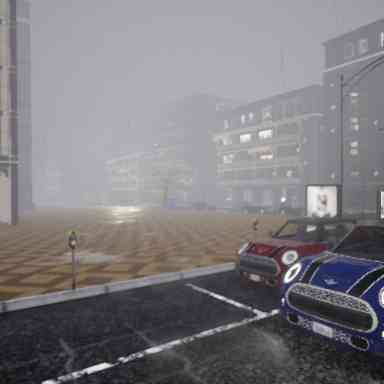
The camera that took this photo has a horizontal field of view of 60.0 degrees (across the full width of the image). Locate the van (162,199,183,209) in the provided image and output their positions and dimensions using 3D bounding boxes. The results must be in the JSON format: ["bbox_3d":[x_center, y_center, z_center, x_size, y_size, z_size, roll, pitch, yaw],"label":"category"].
[{"bbox_3d":[-3.154,1.979,54.889,1.690,1.788,3.998,-2,0,-36],"label":"van"}]

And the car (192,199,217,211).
[{"bbox_3d":[1.768,2.059,48.004,1.887,1.381,4.507,-2,0,-36],"label":"car"}]

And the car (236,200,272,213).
[{"bbox_3d":[7.849,1.913,39.531,2.008,1.369,4.403,-2,0,-36],"label":"car"}]

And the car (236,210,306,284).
[{"bbox_3d":[3.062,1.425,8.754,4.097,1.590,1.967,0,0,-36],"label":"car"}]

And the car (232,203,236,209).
[{"bbox_3d":[8.271,2.025,53.591,1.802,1.307,4.206,-2,0,-36],"label":"car"}]

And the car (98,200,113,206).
[{"bbox_3d":[-21.447,2.650,80.201,2.008,1.369,4.403,-2,0,-36],"label":"car"}]

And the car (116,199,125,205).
[{"bbox_3d":[-17.926,2.667,89.627,1.947,1.339,4.313,-2,0,-36],"label":"car"}]

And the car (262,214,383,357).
[{"bbox_3d":[3.664,1.339,5.985,4.553,1.767,2.097,0,0,-35],"label":"car"}]

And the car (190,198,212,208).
[{"bbox_3d":[1.674,2.048,62.567,1.967,1.590,4.097,-2,0,-36],"label":"car"}]

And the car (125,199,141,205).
[{"bbox_3d":[-14.663,2.459,85.117,1.967,1.590,4.097,-2,0,-36],"label":"car"}]

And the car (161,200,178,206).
[{"bbox_3d":[-4.859,2.354,71.585,1.802,1.307,4.206,-2,0,-36],"label":"car"}]

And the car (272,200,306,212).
[{"bbox_3d":[11.116,1.831,35.020,2.008,1.369,4.403,-2,0,-36],"label":"car"}]

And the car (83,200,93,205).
[{"bbox_3d":[-27.981,2.809,89.222,1.887,1.381,4.507,-2,0,-36],"label":"car"}]
